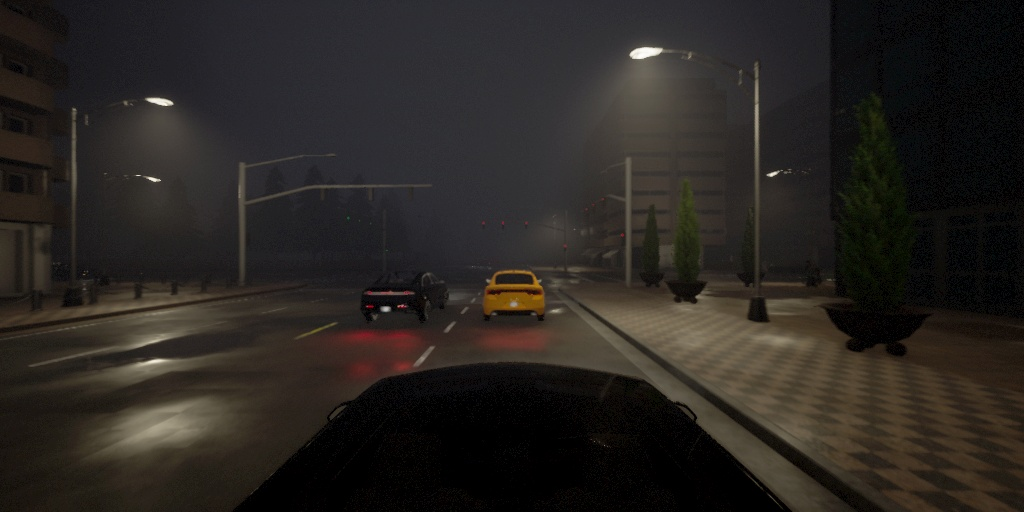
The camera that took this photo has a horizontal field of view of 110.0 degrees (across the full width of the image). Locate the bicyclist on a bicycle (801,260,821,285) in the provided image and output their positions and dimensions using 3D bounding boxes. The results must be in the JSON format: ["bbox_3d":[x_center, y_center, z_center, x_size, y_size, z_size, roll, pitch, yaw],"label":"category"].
[{"bbox_3d":[20.252,1.117,24.311,0.582,1.620,1.656,0,0,0],"label":"bicyclist on a bicycle"}]

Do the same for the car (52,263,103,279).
[{"bbox_3d":[-39.884,1.333,32.295,4.892,1.490,1.837,0,0,0],"label":"car"}]

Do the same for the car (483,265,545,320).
[{"bbox_3d":[0.071,1.234,12.699,1.882,1.535,5.008,0,0,0],"label":"car"}]

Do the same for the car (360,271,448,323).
[{"bbox_3d":[-3.431,1.247,12.213,2.128,1.511,4.902,0,0,0],"label":"car"}]

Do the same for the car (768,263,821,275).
[{"bbox_3d":[31.296,1.424,39.845,4.718,1.301,1.895,0,0,0],"label":"car"}]
